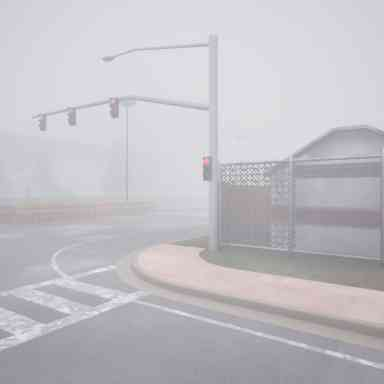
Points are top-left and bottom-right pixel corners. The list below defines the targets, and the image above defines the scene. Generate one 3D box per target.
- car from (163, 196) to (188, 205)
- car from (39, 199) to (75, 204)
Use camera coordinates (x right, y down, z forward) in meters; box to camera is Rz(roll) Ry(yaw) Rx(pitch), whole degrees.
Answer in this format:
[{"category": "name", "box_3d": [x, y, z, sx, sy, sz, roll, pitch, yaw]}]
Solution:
[{"category": "car", "box_3d": [-2.947, 1.506, 59.058, 1.837, 1.490, 4.892, 0, -1, 34]}, {"category": "car", "box_3d": [-14.965, 1.562, 34.863, 1.994, 1.385, 4.181, 0, 0, 34]}]
